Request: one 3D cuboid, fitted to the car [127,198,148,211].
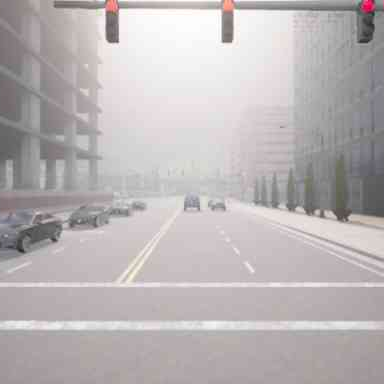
[{"bbox_3d":[-7.032,1.762,43.363,1.895,1.301,4.718,0,0,1],"label":"car"}]

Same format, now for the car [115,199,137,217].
[{"bbox_3d":[-7.081,1.688,33.245,1.994,1.385,4.181,0,0,0],"label":"car"}]

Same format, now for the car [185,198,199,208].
[{"bbox_3d":[0.002,1.750,54.326,2.033,1.411,5.357,0,0,0],"label":"car"}]

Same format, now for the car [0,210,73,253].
[{"bbox_3d":[-7.087,1.544,13.976,2.128,1.511,4.902,0,0,0],"label":"car"}]

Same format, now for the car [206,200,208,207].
[{"bbox_3d":[3.502,1.708,54.326,1.837,1.490,4.892,0,0,0],"label":"car"}]

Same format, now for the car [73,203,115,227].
[{"bbox_3d":[-7.085,1.592,23.360,1.837,1.490,4.892,0,0,0],"label":"car"}]

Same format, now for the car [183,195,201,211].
[{"bbox_3d":[0.001,1.385,43.705,2.150,2.045,5.566,0,0,0],"label":"car"}]

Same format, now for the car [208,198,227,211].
[{"bbox_3d":[3.502,1.691,44.284,1.812,1.442,4.674,0,0,0],"label":"car"}]
